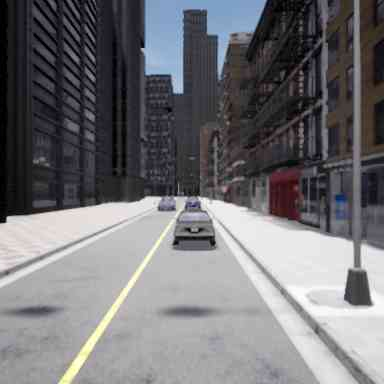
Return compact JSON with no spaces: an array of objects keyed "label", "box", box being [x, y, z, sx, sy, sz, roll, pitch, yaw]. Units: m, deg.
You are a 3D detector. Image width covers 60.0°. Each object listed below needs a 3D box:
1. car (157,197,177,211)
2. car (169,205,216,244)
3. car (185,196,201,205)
[{"label":"car","box":[-2.993,1.355,40.314,2.097,1.767,4.553,0,0,0]},{"label":"car","box":[0.106,1.541,15.656,2.033,1.411,5.357,0,0,0]},{"label":"car","box":[0.120,1.360,44.893,2.097,1.767,4.553,0,0,0]}]
